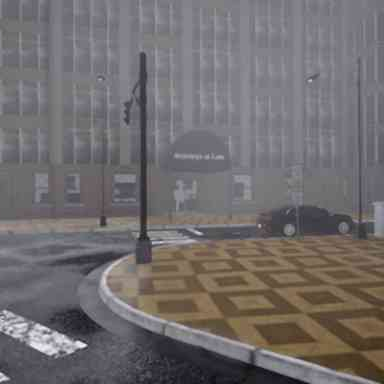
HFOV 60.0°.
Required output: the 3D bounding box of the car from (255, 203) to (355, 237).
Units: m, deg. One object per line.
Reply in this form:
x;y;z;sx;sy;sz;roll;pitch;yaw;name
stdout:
5.540;1.321;16.286;4.892;1.490;1.837;0;0;-14;car
